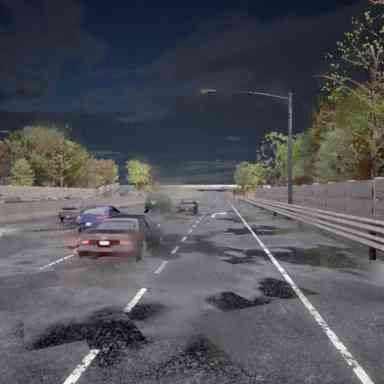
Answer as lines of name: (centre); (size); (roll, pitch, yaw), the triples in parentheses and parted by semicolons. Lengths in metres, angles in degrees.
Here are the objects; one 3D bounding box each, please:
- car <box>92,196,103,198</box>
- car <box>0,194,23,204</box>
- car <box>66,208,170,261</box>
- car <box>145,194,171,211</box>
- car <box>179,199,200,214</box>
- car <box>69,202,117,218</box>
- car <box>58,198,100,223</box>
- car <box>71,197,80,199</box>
car: (-16.194, 1.525, 56.306); (1.837, 1.490, 4.892); (0, 0, 5)
car: (-24.352, 1.358, 43.770); (2.097, 1.767, 4.553); (0, 0, 5)
car: (-2.352, 1.547, 12.302); (2.033, 1.411, 5.357); (0, 0, 5)
car: (-3.688, 1.225, 36.797); (2.150, 2.045, 5.566); (0, 0, 5)
car: (-0.282, 1.492, 35.659); (2.128, 1.511, 4.902); (0, 0, 5)
car: (-5.211, 1.525, 19.681); (1.812, 1.442, 4.674); (0, 0, 5)
car: (-8.246, 1.492, 25.067); (2.128, 1.511, 4.902); (0, 0, 5)
car: (-19.692, 1.586, 56.435); (1.994, 1.385, 4.181); (0, 0, 5)
